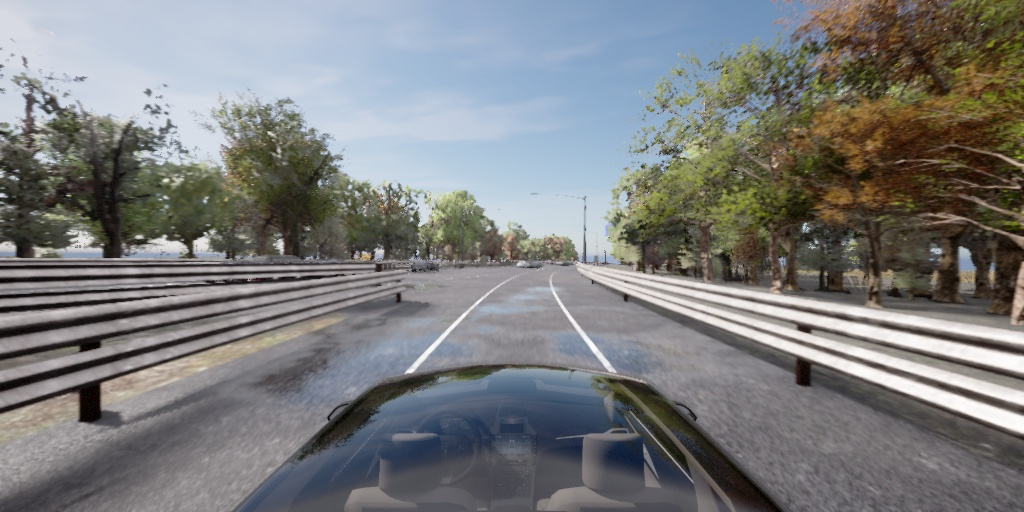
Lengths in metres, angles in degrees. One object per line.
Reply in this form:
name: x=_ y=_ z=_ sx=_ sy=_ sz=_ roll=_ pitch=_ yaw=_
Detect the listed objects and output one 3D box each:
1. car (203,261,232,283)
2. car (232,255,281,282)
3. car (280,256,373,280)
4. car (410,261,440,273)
car: x=-16.552 y=0.950 z=22.228 sx=1.994 sy=1.385 sz=4.181 roll=0 pitch=-1 yaw=17
car: x=-13.227 y=0.762 z=21.124 sx=2.097 sy=1.767 sz=4.553 roll=0 pitch=-1 yaw=17
car: x=-9.872 y=0.916 z=20.133 sx=1.882 sy=1.535 sz=5.008 roll=0 pitch=-1 yaw=17
car: x=-10.329 y=1.260 z=42.978 sx=1.994 sy=1.385 sz=4.181 roll=0 pitch=-1 yaw=17
